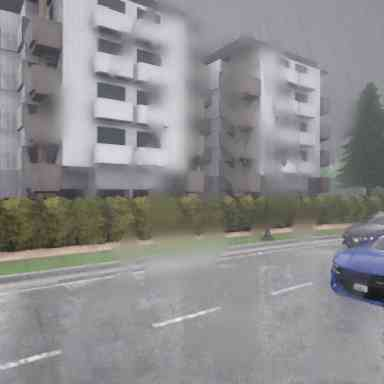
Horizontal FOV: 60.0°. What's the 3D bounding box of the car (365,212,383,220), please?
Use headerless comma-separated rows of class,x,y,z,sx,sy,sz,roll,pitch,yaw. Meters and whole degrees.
car,8.144,1.546,13.420,4.892,1.490,1.837,0,0,-29

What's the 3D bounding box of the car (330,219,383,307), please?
car,5.182,1.501,7.504,5.008,1.535,1.882,0,0,-34
